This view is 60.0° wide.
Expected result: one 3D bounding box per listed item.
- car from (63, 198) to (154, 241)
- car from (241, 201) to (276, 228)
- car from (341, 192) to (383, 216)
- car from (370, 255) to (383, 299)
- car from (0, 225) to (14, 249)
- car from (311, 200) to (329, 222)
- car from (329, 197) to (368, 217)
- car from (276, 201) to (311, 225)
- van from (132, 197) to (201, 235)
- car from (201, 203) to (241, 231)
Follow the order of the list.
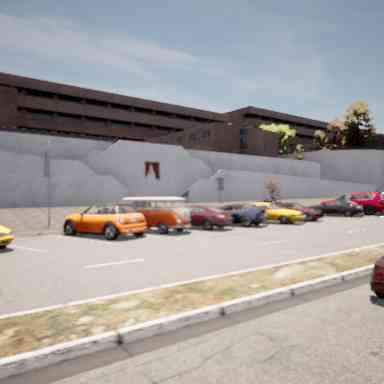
[{"bbox_3d":[-4.526,1.373,17.037,4.553,1.767,2.185,-1,-1,35],"label":"car"},{"bbox_3d":[2.719,1.507,22.261,4.792,1.488,2.163,-1,0,35],"label":"car"},{"bbox_3d":[14.873,1.093,30.917,5.566,2.045,2.435,-1,0,35],"label":"car"},{"bbox_3d":[5.716,1.566,7.207,4.181,1.385,1.994,0,0,-35],"label":"car"},{"bbox_3d":[-9.256,1.489,13.490,5.366,1.575,1.946,-1,-1,35],"label":"car"},{"bbox_3d":[7.636,1.465,25.695,4.792,1.488,2.163,-1,-1,35],"label":"car"},{"bbox_3d":[12.475,1.417,29.169,4.674,1.452,2.002,-1,0,35],"label":"car"},{"bbox_3d":[5.335,1.452,23.879,5.366,1.575,1.946,-1,-1,35],"label":"car"},{"bbox_3d":[-2.015,1.270,18.729,4.442,1.987,1.878,-1,-1,35],"label":"van"},{"bbox_3d":[0.316,1.527,20.512,4.674,1.452,2.002,-1,0,35],"label":"car"}]
